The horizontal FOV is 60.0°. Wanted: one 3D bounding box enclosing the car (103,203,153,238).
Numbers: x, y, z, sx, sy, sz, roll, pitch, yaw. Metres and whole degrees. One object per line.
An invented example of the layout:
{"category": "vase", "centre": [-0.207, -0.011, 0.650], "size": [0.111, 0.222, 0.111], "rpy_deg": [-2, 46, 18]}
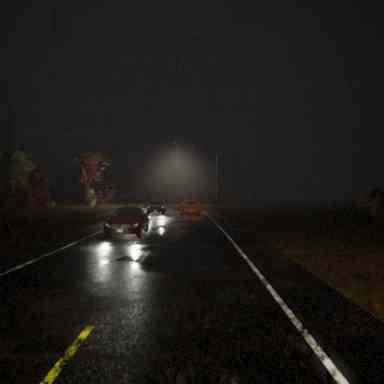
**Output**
{"category": "car", "centre": [-3.412, 1.563, 18.020], "size": [1.812, 1.442, 4.674], "rpy_deg": [0, 0, 0]}

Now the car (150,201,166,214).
{"category": "car", "centre": [-3.800, 1.629, 36.134], "size": [1.895, 1.301, 4.718], "rpy_deg": [0, 0, -2]}

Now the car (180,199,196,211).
{"category": "car", "centre": [-0.586, 1.660, 43.223], "size": [1.895, 1.301, 4.718], "rpy_deg": [0, 0, -3]}

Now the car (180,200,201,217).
{"category": "car", "centre": [-0.140, 1.510, 32.269], "size": [1.882, 1.535, 5.008], "rpy_deg": [0, 0, -1]}
